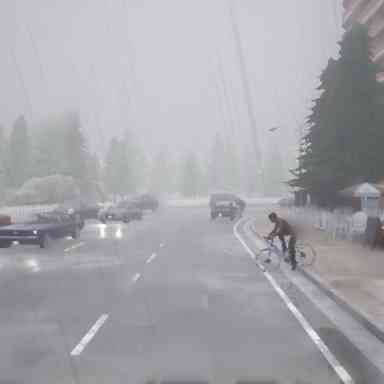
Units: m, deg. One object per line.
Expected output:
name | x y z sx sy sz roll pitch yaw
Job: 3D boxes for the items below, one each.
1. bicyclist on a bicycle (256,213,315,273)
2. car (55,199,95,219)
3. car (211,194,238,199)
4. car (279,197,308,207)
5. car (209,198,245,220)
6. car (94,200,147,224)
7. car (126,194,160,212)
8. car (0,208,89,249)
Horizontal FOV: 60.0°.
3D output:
bicyclist on a bicycle | 2.494 1.361 9.139 1.656 1.620 0.582 -9 0 2
car | -8.738 1.335 25.021 2.097 1.767 4.553 0 0 13
car | 3.987 1.197 37.358 2.150 2.045 5.566 0 0 33
car | 14.591 1.460 47.819 4.902 1.511 2.128 0 0 -35
car | 2.963 1.486 27.827 1.837 1.490 4.892 -1 0 19
car | -5.221 1.547 24.889 1.994 1.385 4.181 0 0 13
car | -5.509 1.198 35.129 2.150 2.045 5.566 0 0 25
car | -6.487 1.591 14.668 1.895 1.301 4.718 0 0 3
